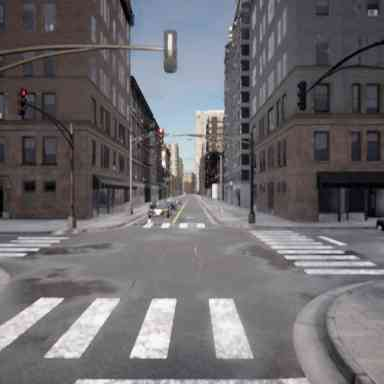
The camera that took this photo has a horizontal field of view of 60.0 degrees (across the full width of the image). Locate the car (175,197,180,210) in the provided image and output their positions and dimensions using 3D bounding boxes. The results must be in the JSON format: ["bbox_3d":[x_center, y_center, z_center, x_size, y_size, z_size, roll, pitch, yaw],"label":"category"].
[{"bbox_3d":[-2.829,1.607,40.794,1.895,1.301,4.718,0,0,0],"label":"car"}]

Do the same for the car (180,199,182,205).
[{"bbox_3d":[-2.783,1.554,58.064,1.812,1.442,4.674,0,0,0],"label":"car"}]

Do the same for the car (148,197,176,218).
[{"bbox_3d":[-2.842,1.491,30.173,2.128,1.511,4.902,0,0,0],"label":"car"}]

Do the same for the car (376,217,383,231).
[{"bbox_3d":[12.375,1.558,18.050,4.313,1.339,1.947,0,0,0],"label":"car"}]
